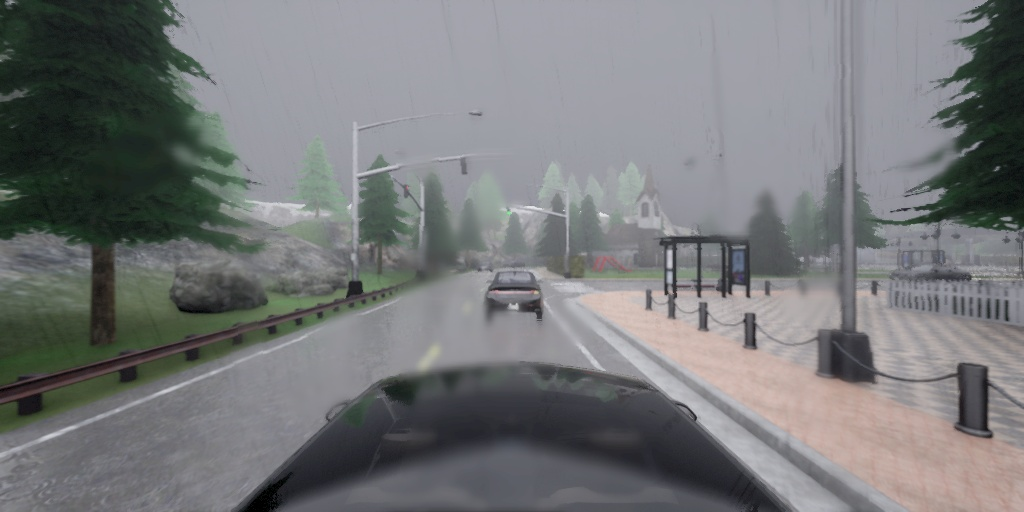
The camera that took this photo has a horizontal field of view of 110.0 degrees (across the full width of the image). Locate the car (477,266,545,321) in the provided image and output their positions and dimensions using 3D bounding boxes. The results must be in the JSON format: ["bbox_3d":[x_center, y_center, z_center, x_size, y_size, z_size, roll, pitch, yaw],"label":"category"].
[{"bbox_3d":[0.102,1.275,12.685,2.128,1.511,4.902,0,0,1],"label":"car"}]

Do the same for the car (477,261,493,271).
[{"bbox_3d":[-3.508,1.378,47.388,2.128,1.511,4.902,0,0,1],"label":"car"}]

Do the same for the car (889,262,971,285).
[{"bbox_3d":[30.236,1.334,25.964,4.674,1.442,1.812,0,0,0],"label":"car"}]

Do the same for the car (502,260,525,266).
[{"bbox_3d":[0.335,1.486,64.336,2.033,1.411,5.357,0,0,31],"label":"car"}]
